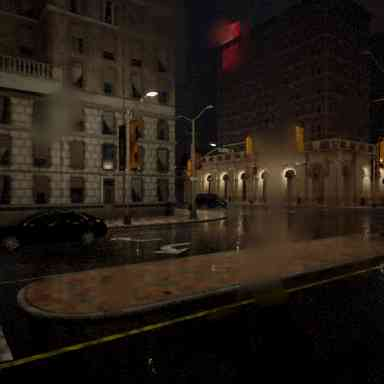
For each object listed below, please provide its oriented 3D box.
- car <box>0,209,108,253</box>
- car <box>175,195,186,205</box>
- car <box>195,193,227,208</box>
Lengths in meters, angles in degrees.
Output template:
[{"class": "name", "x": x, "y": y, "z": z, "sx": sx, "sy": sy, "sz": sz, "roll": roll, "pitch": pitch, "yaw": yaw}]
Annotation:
[{"class": "car", "x": -6.005, "y": 1.504, "z": 13.826, "sx": 4.892, "sy": 1.490, "sz": 1.837, "roll": 0, "pitch": 0, "yaw": -35}, {"class": "car", "x": -2.964, "y": 1.352, "z": 56.126, "sx": 2.097, "sy": 1.767, "sz": 4.553, "roll": 0, "pitch": 0, "yaw": -35}, {"class": "car", "x": 2.670, "y": 1.221, "z": 48.161, "sx": 2.150, "sy": 2.045, "sz": 5.566, "roll": 0, "pitch": 0, "yaw": -35}]
